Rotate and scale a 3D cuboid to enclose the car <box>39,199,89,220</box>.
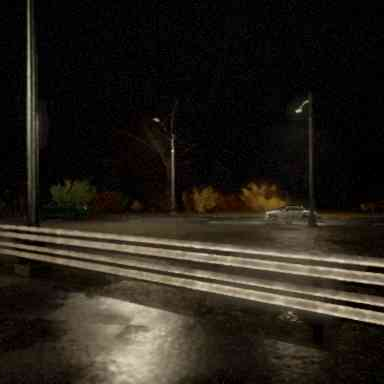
[{"bbox_3d":[-13.959,1.828,35.864,5.566,2.045,2.150,0,0,11],"label":"car"}]

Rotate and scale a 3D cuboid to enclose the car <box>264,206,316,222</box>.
[{"bbox_3d":[9.231,2.050,31.466,4.674,1.442,1.812,0,0,11],"label":"car"}]
